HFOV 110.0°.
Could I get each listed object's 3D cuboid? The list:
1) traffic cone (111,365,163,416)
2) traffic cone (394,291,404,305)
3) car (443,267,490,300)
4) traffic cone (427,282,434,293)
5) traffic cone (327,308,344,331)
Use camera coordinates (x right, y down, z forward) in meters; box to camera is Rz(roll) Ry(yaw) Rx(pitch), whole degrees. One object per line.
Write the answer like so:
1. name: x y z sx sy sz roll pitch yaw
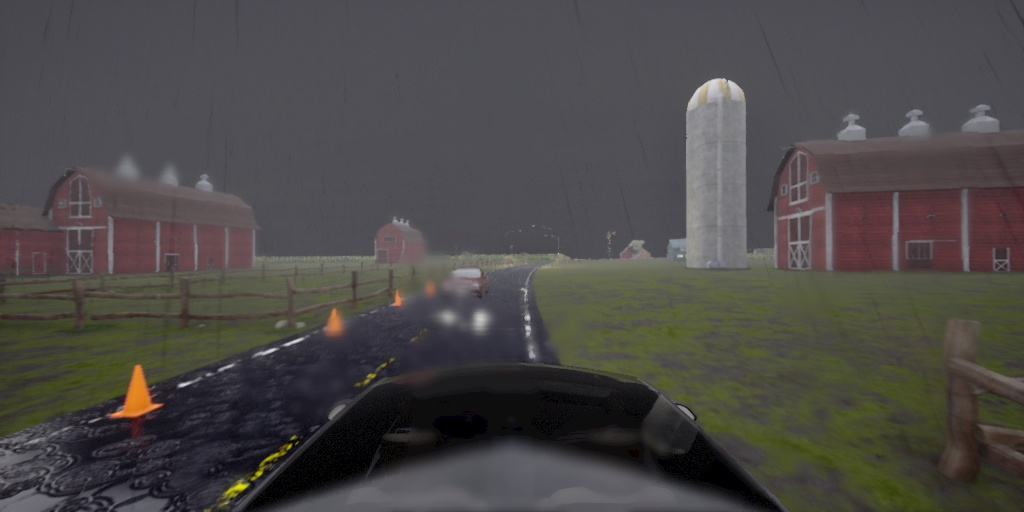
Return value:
1. traffic cone: -4.821 1.701 4.622 0.340 0.580 0.340 0 0 0
2. traffic cone: -4.640 1.709 14.673 0.340 0.580 0.340 0 0 2
3. car: -2.137 1.284 17.900 1.812 1.442 4.674 0 0 2
4. traffic cone: -4.468 1.713 19.696 0.340 0.580 0.340 0 0 2
5. traffic cone: -4.757 1.705 9.647 0.340 0.580 0.340 0 0 1
